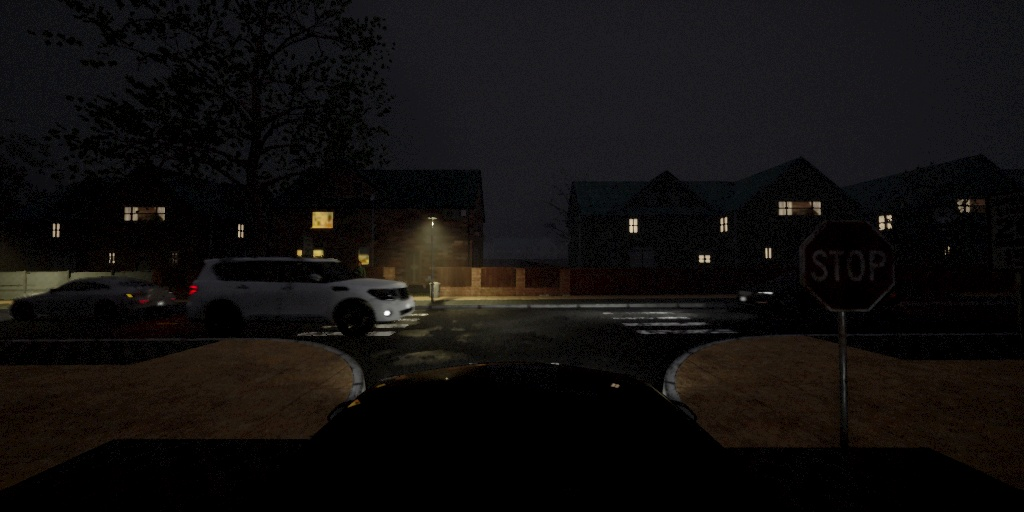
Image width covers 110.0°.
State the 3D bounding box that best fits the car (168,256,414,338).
[{"bbox_3d":[-5.631,1.033,9.895,5.566,2.045,2.150,-1,-1,1],"label":"car"}]

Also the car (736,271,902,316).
[{"bbox_3d":[10.629,1.231,12.649,4.902,1.511,2.128,0,-1,1],"label":"car"}]

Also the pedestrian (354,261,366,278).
[{"bbox_3d":[-6.731,1.113,15.768,0.375,1.860,0.375,0,-1,1],"label":"pedestrian"}]

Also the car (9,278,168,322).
[{"bbox_3d":[-14.962,1.510,12.957,4.674,1.442,1.812,-1,-1,1],"label":"car"}]
